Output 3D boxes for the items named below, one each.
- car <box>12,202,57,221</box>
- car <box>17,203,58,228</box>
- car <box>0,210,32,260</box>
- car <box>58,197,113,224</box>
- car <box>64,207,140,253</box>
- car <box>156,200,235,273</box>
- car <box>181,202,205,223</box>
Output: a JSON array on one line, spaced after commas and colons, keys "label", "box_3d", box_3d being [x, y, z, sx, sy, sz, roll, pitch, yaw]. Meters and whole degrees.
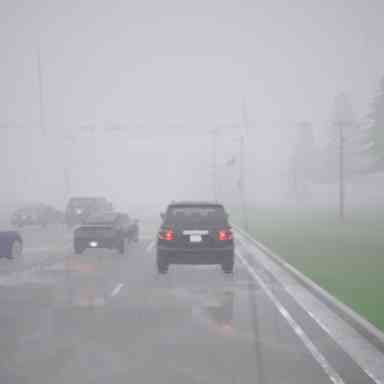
[{"label": "car", "box_3d": [-13.921, 1.667, 29.712, 1.812, 1.442, 4.674, 0, 0, 0]}, {"label": "car", "box_3d": [-10.414, 1.658, 23.171, 2.033, 1.411, 5.357, 0, 0, 0]}, {"label": "car", "box_3d": [-6.911, 1.524, 9.714, 1.882, 1.535, 5.008, 0, 0, 0]}, {"label": "car", "box_3d": [-6.915, 1.333, 23.061, 2.150, 2.045, 5.566, 0, 0, 0]}, {"label": "car", "box_3d": [-3.411, 1.571, 13.947, 1.837, 1.490, 4.892, 0, 0, 0]}, {"label": "car", "box_3d": [0.094, 1.275, 11.069, 2.150, 2.045, 5.566, 0, 0, 0]}, {"label": "car", "box_3d": [0.084, 1.659, 28.011, 1.812, 1.442, 4.674, 0, 0, 0]}]
